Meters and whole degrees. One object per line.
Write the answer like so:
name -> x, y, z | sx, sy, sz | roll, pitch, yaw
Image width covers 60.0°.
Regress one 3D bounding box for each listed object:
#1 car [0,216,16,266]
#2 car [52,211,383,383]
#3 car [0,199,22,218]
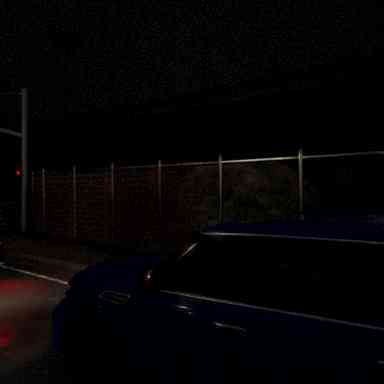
car -> -7.051, 1.492, 9.021 | 4.902, 1.511, 2.128 | 0, 0, 33
car -> 0.963, 1.221, 3.303 | 5.566, 2.045, 2.150 | 0, 0, 35
car -> -14.084, 1.561, 27.868 | 1.837, 1.490, 4.892 | 0, 0, 36
